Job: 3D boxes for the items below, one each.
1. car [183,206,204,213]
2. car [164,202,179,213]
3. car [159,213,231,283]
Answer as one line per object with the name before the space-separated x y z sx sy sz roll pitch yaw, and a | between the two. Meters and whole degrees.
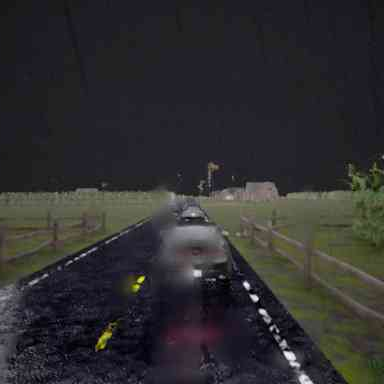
car | 0.105 1.925 30.264 1.994 1.385 4.181 0 -1 0
car | -2.738 2.095 45.203 2.033 1.411 5.357 0 -1 0
car | 0.084 1.624 10.053 1.837 1.490 4.892 0 0 0
